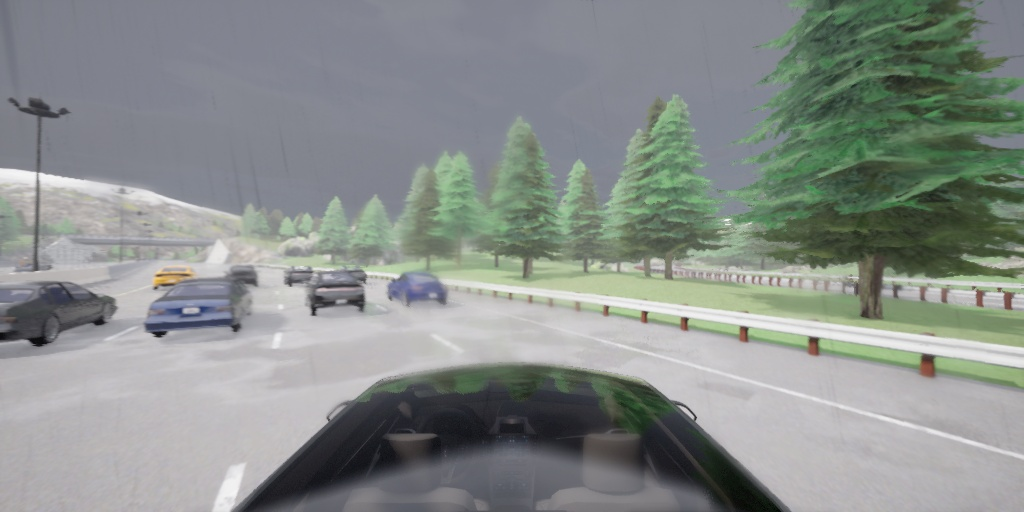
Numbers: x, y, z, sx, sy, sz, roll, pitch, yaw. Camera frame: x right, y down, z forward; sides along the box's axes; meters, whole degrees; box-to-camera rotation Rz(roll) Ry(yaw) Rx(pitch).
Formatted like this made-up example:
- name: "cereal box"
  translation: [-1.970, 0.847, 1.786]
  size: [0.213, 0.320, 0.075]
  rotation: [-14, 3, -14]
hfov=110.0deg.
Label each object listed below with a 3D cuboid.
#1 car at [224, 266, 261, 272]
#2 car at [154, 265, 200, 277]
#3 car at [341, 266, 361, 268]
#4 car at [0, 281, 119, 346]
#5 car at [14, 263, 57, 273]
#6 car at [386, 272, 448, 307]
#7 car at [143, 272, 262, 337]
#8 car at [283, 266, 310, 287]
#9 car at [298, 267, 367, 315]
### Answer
- name: "car"
  translation: [-19.025, 1.459, 25.344]
  size: [1.837, 1.490, 4.892]
  rotation: [1, -1, -37]
- name: "car"
  translation: [-22.558, 1.388, 24.232]
  size: [1.882, 1.535, 5.008]
  rotation: [1, -1, -37]
- name: "car"
  translation: [-13.320, 1.547, 29.398]
  size: [2.128, 1.511, 4.902]
  rotation: [1, -1, -37]
- name: "car"
  translation: [-11.921, 1.312, 8.814]
  size: [2.033, 1.411, 5.357]
  rotation: [1, -1, -32]
- name: "car"
  translation: [-44.162, 1.371, 33.298]
  size: [2.128, 1.511, 4.902]
  rotation: [1, -1, -43]
- name: "car"
  translation: [-4.456, 1.460, 16.655]
  size: [1.812, 1.442, 4.674]
  rotation: [1, -1, -32]
- name: "car"
  translation: [-8.930, 1.361, 10.631]
  size: [2.033, 1.411, 5.357]
  rotation: [1, -1, -32]
- name: "car"
  translation: [-16.163, 1.496, 27.359]
  size: [2.128, 1.511, 4.902]
  rotation: [1, -1, -37]
- name: "car"
  translation: [-7.095, 1.372, 14.280]
  size: [2.128, 1.511, 4.902]
  rotation: [1, -1, -32]
